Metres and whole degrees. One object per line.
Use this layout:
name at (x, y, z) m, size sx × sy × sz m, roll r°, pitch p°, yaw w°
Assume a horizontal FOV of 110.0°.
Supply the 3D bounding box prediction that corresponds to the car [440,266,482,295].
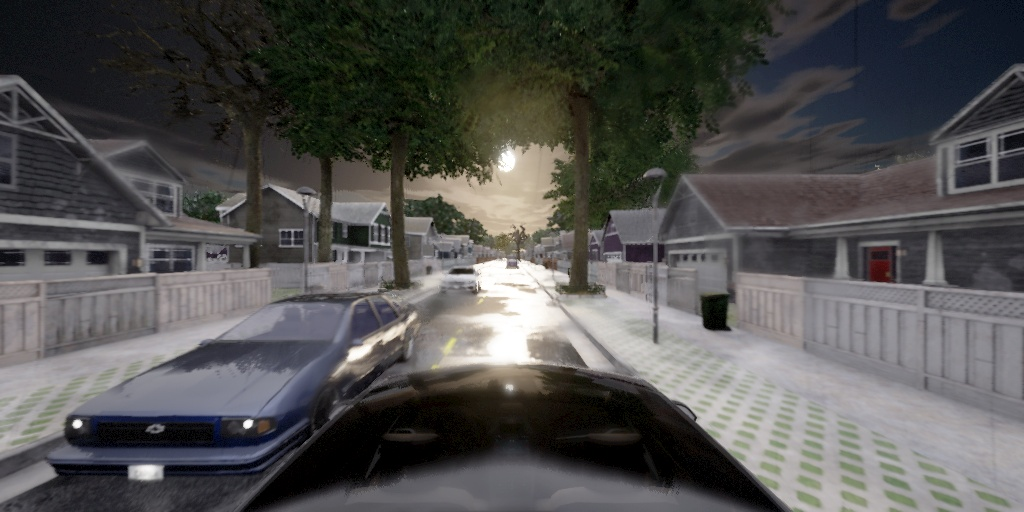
car at (-2.749, 1.287, 20.185) m, size 1.812 × 1.442 × 4.674 m, roll 0°, pitch 0°, yaw 0°

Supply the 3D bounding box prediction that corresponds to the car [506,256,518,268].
car at (0.015, 1.279, 60.898) m, size 1.882 × 1.535 × 5.008 m, roll 0°, pitch 0°, yaw 0°

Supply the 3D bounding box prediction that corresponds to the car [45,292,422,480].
car at (-2.841, 1.299, 5.454) m, size 2.033 × 1.411 × 5.357 m, roll 0°, pitch 0°, yaw 0°
